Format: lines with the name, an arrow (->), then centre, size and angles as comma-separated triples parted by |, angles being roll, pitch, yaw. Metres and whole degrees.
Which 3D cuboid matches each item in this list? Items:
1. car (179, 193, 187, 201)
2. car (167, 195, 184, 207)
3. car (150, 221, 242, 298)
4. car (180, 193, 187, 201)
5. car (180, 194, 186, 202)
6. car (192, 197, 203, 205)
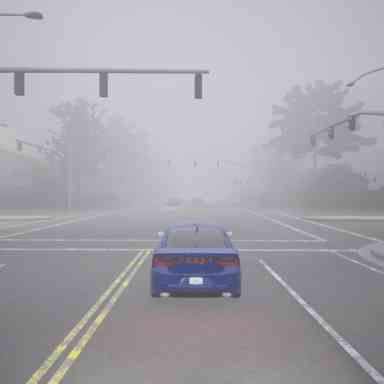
car -> -2.379, 1.215, 88.540 | 2.150, 2.045, 5.566 | 0, 0, 0
car -> -2.770, 1.564, 51.451 | 1.994, 1.385, 4.181 | 0, 0, 1
car -> 0.085, 1.478, 8.578 | 1.882, 1.535, 5.008 | 0, 0, 0
car -> -2.504, 1.552, 73.730 | 1.994, 1.385, 4.181 | 0, 0, 0
car -> -2.671, 1.600, 61.388 | 1.895, 1.301, 4.718 | 0, 0, 1
car -> 0.977, 1.564, 59.530 | 1.994, 1.385, 4.181 | 0, 0, 0
